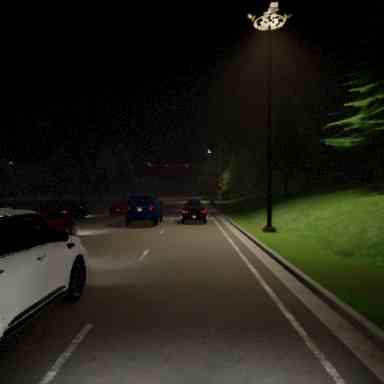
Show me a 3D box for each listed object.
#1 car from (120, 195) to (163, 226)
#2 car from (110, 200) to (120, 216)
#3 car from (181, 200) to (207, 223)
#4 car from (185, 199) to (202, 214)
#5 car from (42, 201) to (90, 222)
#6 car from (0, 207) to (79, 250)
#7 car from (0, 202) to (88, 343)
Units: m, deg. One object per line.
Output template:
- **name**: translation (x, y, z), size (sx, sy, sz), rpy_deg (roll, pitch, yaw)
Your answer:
- **car**: translation (-3.354, 1.240, 23.930), size (2.150, 2.045, 5.566), rpy_deg (0, 0, 0)
- **car**: translation (-6.822, 1.503, 33.211), size (1.882, 1.535, 5.008), rpy_deg (0, 0, 0)
- **car**: translation (0.158, 1.547, 25.603), size (1.812, 1.442, 4.674), rpy_deg (0, 0, 0)
- **car**: translation (0.174, 1.556, 36.139), size (1.812, 1.442, 4.674), rpy_deg (0, 0, 1)
- **car**: translation (-10.329, 1.567, 27.764), size (2.033, 1.411, 5.357), rpy_deg (0, 0, 0)
- **car**: translation (-6.867, 1.536, 15.235), size (1.812, 1.442, 4.674), rpy_deg (0, 0, 0)
- **car**: translation (-3.390, 1.224, 5.078), size (2.150, 2.045, 5.566), rpy_deg (0, 0, 0)
